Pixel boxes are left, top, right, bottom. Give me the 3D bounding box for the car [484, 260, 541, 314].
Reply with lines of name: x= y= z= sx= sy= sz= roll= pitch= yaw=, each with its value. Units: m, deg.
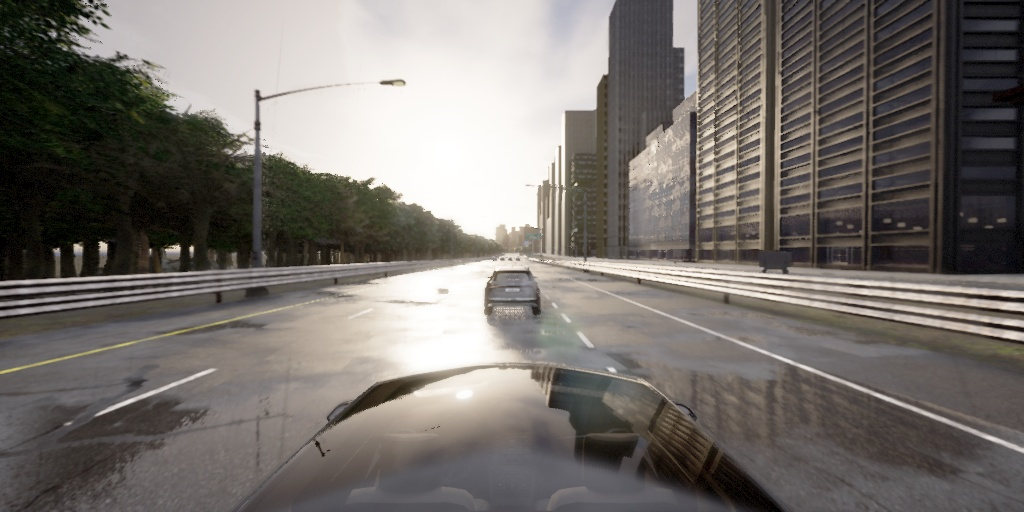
car: x=0.005 y=1.146 z=13.757 sx=2.033 sy=1.649 sz=4.856 roll=0 pitch=0 yaw=0
